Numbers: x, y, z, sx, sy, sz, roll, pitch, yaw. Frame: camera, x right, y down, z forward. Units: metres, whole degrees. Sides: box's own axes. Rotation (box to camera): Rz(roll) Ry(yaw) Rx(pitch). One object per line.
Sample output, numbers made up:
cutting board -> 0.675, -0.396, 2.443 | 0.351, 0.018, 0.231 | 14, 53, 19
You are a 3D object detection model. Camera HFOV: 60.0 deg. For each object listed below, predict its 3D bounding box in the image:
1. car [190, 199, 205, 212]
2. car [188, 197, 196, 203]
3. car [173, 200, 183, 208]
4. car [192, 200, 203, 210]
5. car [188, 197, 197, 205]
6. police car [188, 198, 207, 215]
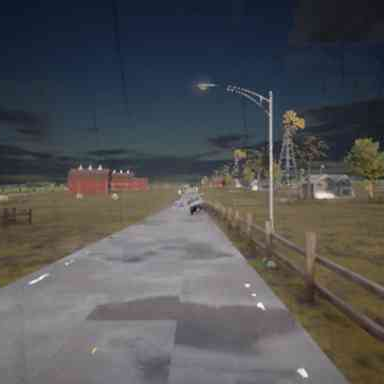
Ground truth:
car -> 0.802, 1.958, 50.429 | 2.097, 1.767, 4.553 | -1, -1, 0
car -> 0.094, 2.311, 91.902 | 2.128, 1.511, 4.902 | 0, 0, 0
car -> -2.699, 2.327, 64.962 | 1.812, 1.442, 4.674 | 0, -1, 0
car -> 0.882, 2.205, 56.467 | 1.837, 1.490, 4.892 | 0, -1, 0
car -> 0.079, 2.112, 76.875 | 2.097, 1.767, 4.553 | 0, 0, 0
police car -> 0.609, 1.710, 40.551 | 1.930, 1.638, 5.238 | -18, 2, 1
